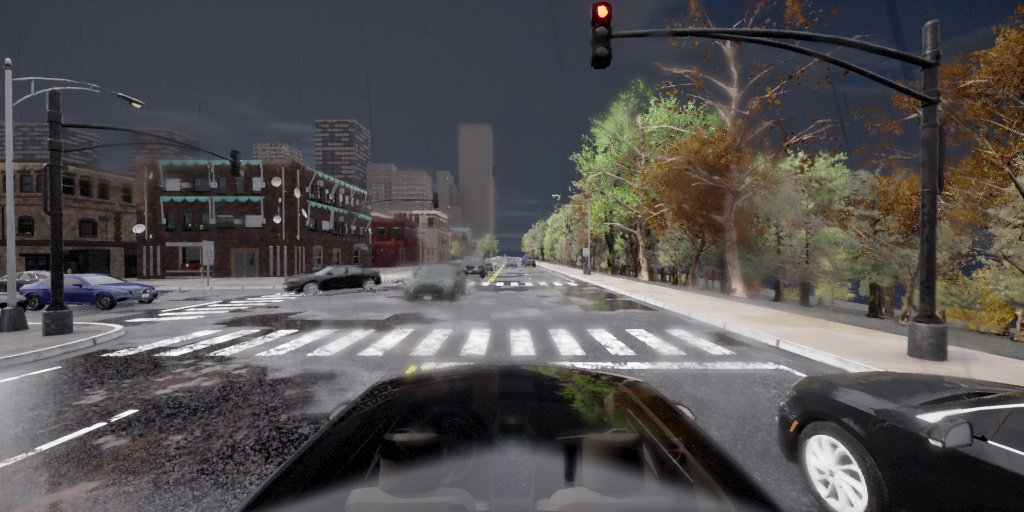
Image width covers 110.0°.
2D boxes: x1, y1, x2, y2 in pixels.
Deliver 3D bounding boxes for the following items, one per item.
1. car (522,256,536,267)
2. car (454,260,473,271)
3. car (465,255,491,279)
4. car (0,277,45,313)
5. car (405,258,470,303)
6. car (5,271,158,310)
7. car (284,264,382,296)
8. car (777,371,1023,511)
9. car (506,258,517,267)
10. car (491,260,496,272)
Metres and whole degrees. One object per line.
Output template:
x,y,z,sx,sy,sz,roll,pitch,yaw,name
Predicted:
3.203,1.231,63.655,1.837,1.490,4.892,0,0,0,car
-6.707,1.280,50.257,2.033,1.411,5.357,0,0,0,car
-3.423,0.963,32.651,2.150,2.045,5.566,0,0,0,car
-19.973,1.565,12.631,4.313,1.339,1.948,0,0,0,car
-3.386,1.099,16.662,2.097,1.767,4.553,0,0,0,car
-18.095,1.475,15.371,4.674,1.442,1.812,-1,1,-1,car
-9.850,1.249,20.078,1.882,1.535,5.008,1,1,41,car
3.366,1.255,1.255,1.837,1.490,4.892,0,0,-2,car
-0.047,1.274,63.953,2.033,1.411,5.357,0,0,0,car
-3.451,1.299,45.252,1.994,1.385,4.181,0,0,0,car
